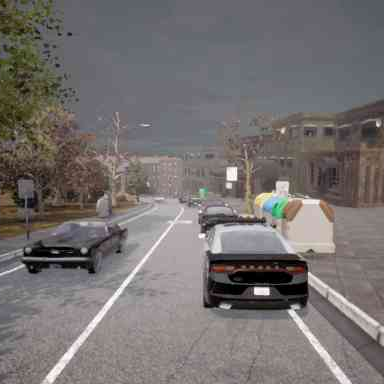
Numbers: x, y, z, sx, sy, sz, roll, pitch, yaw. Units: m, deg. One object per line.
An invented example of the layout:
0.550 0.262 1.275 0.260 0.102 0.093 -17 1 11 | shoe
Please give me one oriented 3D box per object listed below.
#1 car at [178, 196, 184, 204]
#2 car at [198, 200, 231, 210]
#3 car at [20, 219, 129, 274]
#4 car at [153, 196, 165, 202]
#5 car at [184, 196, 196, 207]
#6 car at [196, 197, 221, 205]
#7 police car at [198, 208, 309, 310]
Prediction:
-1.244 1.357 60.169 1.994 1.385 4.181 -1 0 -11 | car
1.392 1.424 17.927 1.882 1.535 5.008 0 0 1 | car
-3.410 1.566 10.592 1.895 1.301 4.718 0 0 1 | car
-6.962 1.464 69.926 1.895 1.301 4.718 -1 0 -14 | car
0.299 1.365 46.843 1.812 1.442 4.674 0 0 -5 | car
1.515 1.278 23.921 2.097 1.767 4.553 0 0 1 | car
1.188 1.402 7.990 1.930 1.638 5.238 0 0 1 | police car
